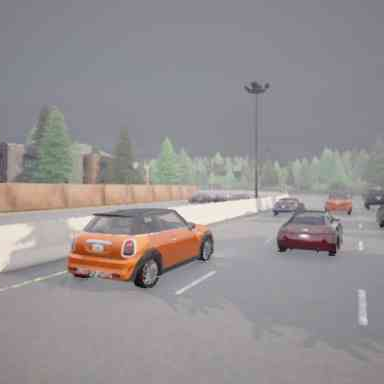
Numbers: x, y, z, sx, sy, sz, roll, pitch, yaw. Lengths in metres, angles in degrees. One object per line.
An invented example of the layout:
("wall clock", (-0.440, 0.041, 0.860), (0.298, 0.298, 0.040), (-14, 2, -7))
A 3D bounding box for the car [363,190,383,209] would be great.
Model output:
("car", (19.847, 0.753, 35.883), (2.150, 2.045, 5.566), (1, 1, 24))

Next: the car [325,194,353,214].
("car", (13.174, 0.954, 29.802), (2.097, 1.767, 4.553), (1, 1, 27))

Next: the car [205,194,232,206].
("car", (3.428, 0.997, 42.323), (1.895, 1.301, 4.718), (1, 1, 25))

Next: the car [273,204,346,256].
("car", (4.579, 1.391, 12.658), (1.994, 1.385, 4.181), (1, 1, 27))

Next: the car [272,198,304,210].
("car", (8.006, 1.172, 27.298), (2.033, 1.411, 5.357), (1, 1, 27))

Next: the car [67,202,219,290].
("car", (-1.094, 1.214, 9.156), (2.097, 1.767, 4.553), (1, 1, 27))

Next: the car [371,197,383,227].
("car", (12.106, 1.291, 19.859), (2.033, 1.411, 5.357), (1, 1, 27))

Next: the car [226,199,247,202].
("car", (5.383, 0.965, 38.311), (1.837, 1.490, 4.892), (1, 1, 25))
